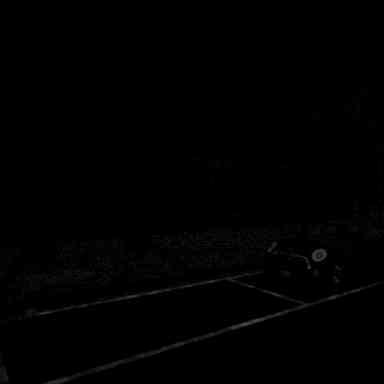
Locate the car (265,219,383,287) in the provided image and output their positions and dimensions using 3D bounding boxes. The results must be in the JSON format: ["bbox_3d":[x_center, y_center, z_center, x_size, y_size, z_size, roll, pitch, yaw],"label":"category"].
[{"bbox_3d":[3.980,1.529,9.484,4.097,1.590,1.967,1,0,-35],"label":"car"}]
